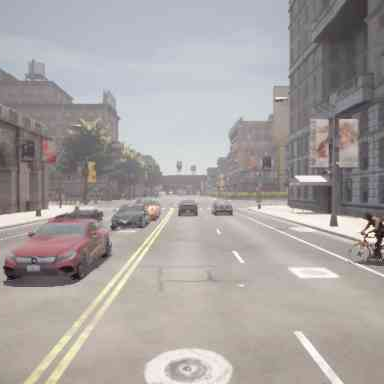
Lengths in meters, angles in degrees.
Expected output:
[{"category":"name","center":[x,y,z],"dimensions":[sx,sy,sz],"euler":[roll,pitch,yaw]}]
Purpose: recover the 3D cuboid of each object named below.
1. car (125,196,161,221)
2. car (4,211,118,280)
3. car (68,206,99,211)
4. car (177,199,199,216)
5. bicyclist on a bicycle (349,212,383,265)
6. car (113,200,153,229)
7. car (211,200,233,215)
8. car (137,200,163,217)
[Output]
[{"category":"car","center":[-3.873,1.355,27.333],"dimensions":[2.097,1.767,4.553],"euler":[0,0,-1]},{"category":"car","center":[-3.726,1.525,10.088],"dimensions":[1.812,1.442,4.674],"euler":[0,0,-1]},{"category":"car","center":[-7.346,1.600,22.176],"dimensions":[1.895,1.301,4.718],"euler":[0,0,0]},{"category":"car","center":[-0.406,1.504,32.633],"dimensions":[1.837,1.490,4.892],"euler":[0,0,-1]},{"category":"bicyclist on a bicycle","center":[5.656,1.434,10.296],"dimensions":[1.656,1.620,0.582],"euler":[-2,0,-1]},{"category":"car","center":[-3.889,1.505,21.522],"dimensions":[1.837,1.490,4.892],"euler":[0,0,-1]},{"category":"car","center":[3.020,1.547,33.746],"dimensions":[2.033,1.411,5.357],"euler":[0,0,-1]},{"category":"car","center":[-4.072,1.547,33.076],"dimensions":[2.033,1.411,5.357],"euler":[0,0,-1]}]
